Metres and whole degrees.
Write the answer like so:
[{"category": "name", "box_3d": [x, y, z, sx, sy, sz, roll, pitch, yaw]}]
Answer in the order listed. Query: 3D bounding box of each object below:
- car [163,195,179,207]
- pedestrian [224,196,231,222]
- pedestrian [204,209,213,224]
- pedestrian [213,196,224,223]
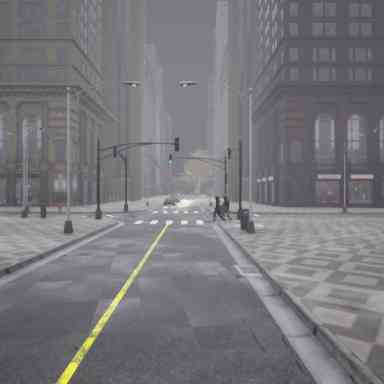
[{"category": "car", "box_3d": [-3.486, 1.539, 52.097, 2.033, 1.411, 5.357, 0, 0, 0]}, {"category": "pedestrian", "box_3d": [2.339, 1.139, 23.079, 0.375, 1.860, 0.375, 0, 0, 0]}, {"category": "pedestrian", "box_3d": [1.183, 1.669, 23.669, 0.500, 1.100, 0.500, 0, 0, 0]}, {"category": "pedestrian", "box_3d": [1.767, 1.136, 22.474, 0.375, 1.860, 0.375, 0, 0, 0]}]
